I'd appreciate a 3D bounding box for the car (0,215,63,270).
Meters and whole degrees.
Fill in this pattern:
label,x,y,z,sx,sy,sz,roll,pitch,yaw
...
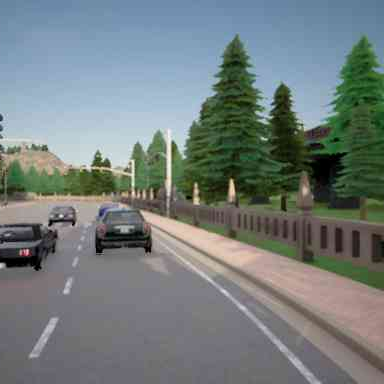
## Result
label,x,y,z,sx,sy,sz,roll,pitch,yaw
car,-5.644,1.675,10.952,1.895,1.301,4.718,0,0,-15

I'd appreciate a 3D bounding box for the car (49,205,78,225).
label,x,y,z,sx,sy,sz,roll,pitch,yaw
car,-9.703,1.707,25.076,2.033,1.411,5.357,0,0,-18

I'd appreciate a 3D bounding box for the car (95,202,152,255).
label,x,y,z,sx,sy,sz,roll,pitch,yaw
car,-2.968,1.435,14.100,2.097,1.767,4.553,0,0,-14

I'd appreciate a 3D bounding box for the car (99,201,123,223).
label,x,y,z,sx,sy,sz,roll,pitch,yaw
car,-7.127,1.650,28.972,1.882,1.535,5.008,0,0,-16
